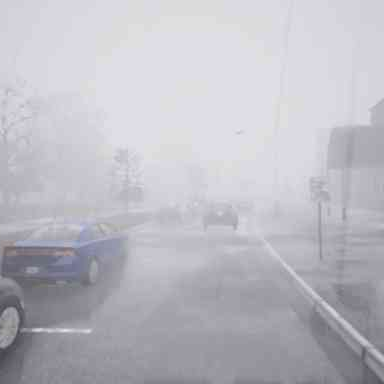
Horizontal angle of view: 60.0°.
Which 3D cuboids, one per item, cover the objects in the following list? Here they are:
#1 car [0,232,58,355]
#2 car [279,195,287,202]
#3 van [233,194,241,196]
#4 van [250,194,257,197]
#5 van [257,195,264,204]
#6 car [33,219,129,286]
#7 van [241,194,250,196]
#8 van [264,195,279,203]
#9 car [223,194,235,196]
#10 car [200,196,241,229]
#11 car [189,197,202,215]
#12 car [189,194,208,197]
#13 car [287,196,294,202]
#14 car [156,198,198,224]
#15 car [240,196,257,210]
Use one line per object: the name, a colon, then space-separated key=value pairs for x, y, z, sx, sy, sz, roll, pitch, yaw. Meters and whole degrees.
car: x=-3.518 y=1.490 z=3.194 sx=2.231 sy=1.521 sz=4.892 roll=0 pitch=0 yaw=2
car: x=21.007 y=1.653 z=82.333 sx=2.435 sy=2.045 sz=5.566 roll=-3 pitch=-1 yaw=31
van: x=5.989 y=1.393 z=52.511 sx=1.878 sy=1.987 sz=4.442 roll=-3 pitch=-1 yaw=18
van: x=10.287 y=1.469 z=62.836 sx=1.878 sy=1.987 sz=4.442 roll=-3 pitch=-1 yaw=24
van: x=12.686 y=1.516 z=67.874 sx=1.878 sy=1.987 sz=4.442 roll=-3 pitch=-1 yaw=25
car: x=-3.203 y=1.496 z=9.513 sx=2.097 sy=1.535 sz=5.008 roll=0 pitch=0 yaw=4
van: x=8.050 y=1.428 z=57.712 sx=1.878 sy=1.987 sz=4.442 roll=-3 pitch=-1 yaw=23
van: x=18.091 y=1.624 z=77.667 sx=1.878 sy=1.987 sz=4.442 roll=-3 pitch=-1 yaw=29
car: x=4.173 y=1.586 z=47.299 sx=1.946 sy=1.575 sz=5.366 roll=-3 pitch=-1 yaw=20
car: x=2.003 y=1.377 z=21.929 sx=2.097 sy=1.767 sz=4.553 roll=0 pitch=0 yaw=9
car: x=-0.267 y=1.544 z=30.933 sx=2.231 sy=1.521 sz=4.892 roll=-3 pitch=0 yaw=12
car: x=0.987 y=1.302 z=36.418 sx=2.435 sy=2.045 sz=5.566 roll=-3 pitch=-1 yaw=14
car: x=24.126 y=1.993 z=86.936 sx=2.002 sy=1.452 sz=4.674 roll=-3 pitch=-1 yaw=34
car: x=-1.333 y=1.534 z=25.444 sx=2.231 sy=1.521 sz=4.892 roll=-3 pitch=0 yaw=11
car: x=6.762 y=1.611 z=42.588 sx=1.994 sy=1.385 sz=4.181 roll=-1 pitch=0 yaw=17
